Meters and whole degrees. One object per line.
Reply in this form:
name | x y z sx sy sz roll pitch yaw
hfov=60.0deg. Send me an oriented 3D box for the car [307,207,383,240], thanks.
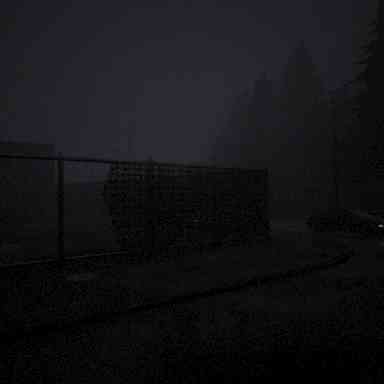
car | 8.159 1.526 17.267 1.812 1.442 4.674 0 0 -31
